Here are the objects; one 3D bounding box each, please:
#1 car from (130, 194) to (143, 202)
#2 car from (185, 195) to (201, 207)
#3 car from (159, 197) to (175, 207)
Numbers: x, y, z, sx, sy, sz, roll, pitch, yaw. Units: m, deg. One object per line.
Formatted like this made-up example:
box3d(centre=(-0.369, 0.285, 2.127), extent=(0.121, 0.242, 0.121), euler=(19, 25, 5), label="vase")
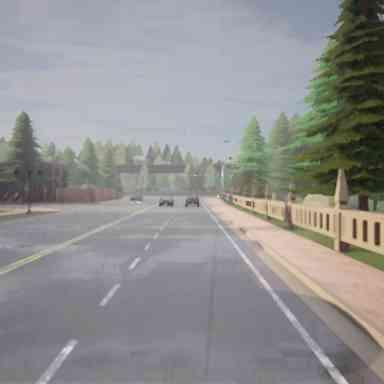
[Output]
box3d(centre=(-10.531, 1.121, 63.462), extent=(2.033, 1.411, 5.357), euler=(0, 0, 0), label="car")
box3d(centre=(0.074, 1.196, 45.854), extent=(1.837, 1.490, 4.892), euler=(0, 0, 0), label="car")
box3d(centre=(-3.415, 1.294, 45.681), extent=(1.895, 1.301, 4.718), euler=(0, 0, 0), label="car")
